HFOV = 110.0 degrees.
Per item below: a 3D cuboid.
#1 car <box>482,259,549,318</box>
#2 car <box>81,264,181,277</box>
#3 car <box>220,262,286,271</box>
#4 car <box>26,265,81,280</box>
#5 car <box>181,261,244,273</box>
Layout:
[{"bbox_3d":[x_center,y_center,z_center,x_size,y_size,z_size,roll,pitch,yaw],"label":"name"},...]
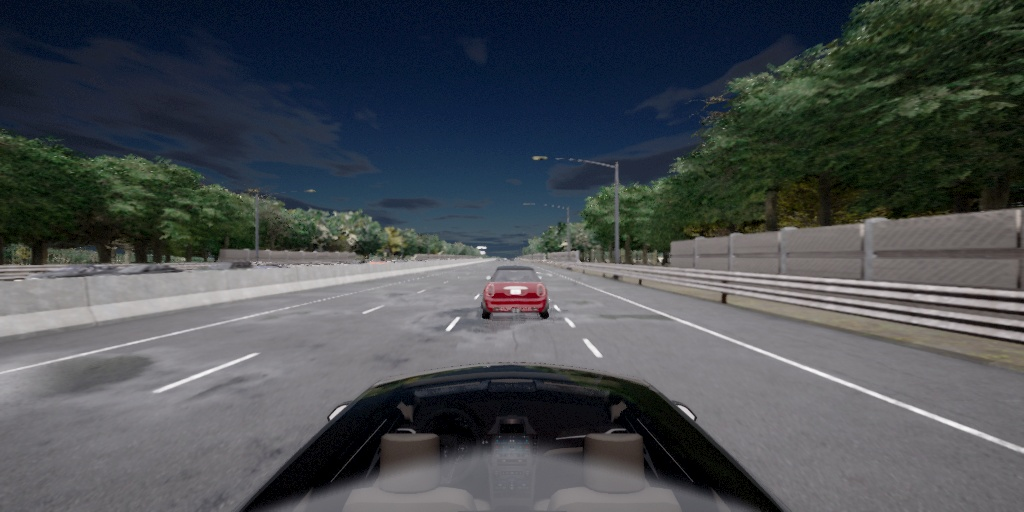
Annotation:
[{"bbox_3d":[0.091,1.131,13.166,2.097,1.767,4.553,0,0,-1],"label":"car"},{"bbox_3d":[-24.586,1.289,23.880,1.882,1.535,5.008,0,0,0],"label":"car"},{"bbox_3d":[-17.587,1.366,25.749,2.033,1.411,5.357,0,0,0],"label":"car"},{"bbox_3d":[-28.086,1.299,23.413,2.128,1.511,4.902,0,0,0],"label":"car"},{"bbox_3d":[-21.081,1.174,26.454,2.097,1.767,4.553,0,0,0],"label":"car"}]
